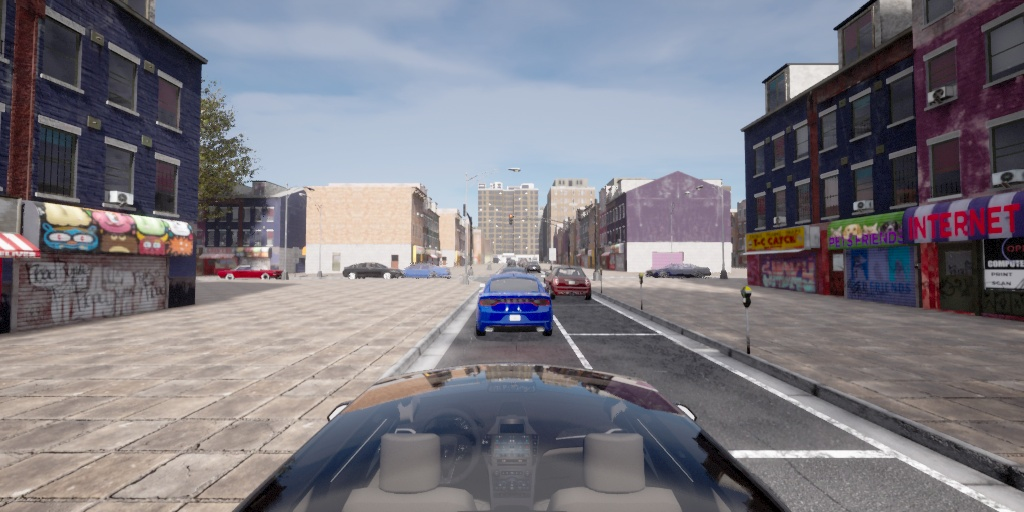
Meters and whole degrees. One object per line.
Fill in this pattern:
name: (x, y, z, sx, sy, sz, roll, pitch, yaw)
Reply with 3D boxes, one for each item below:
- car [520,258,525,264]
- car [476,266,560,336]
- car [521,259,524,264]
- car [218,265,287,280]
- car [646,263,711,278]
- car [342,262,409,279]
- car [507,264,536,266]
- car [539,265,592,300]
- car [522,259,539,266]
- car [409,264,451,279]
car: (2.612, 1.451, 55.636, 1.751, 1.417, 4.829, 0, 0, 0)
car: (0.036, 1.234, 10.494, 1.882, 1.535, 5.008, 0, 0, -1)
car: (2.615, 1.455, 50.030, 1.948, 1.339, 4.313, 0, 0, 0)
car: (-21.517, 1.438, 29.947, 4.718, 1.301, 1.895, -1, -2, 0)
car: (15.102, 1.364, 32.684, 5.357, 1.411, 2.033, 0, -2, 0)
car: (-11.519, 1.272, 29.903, 4.892, 1.490, 1.837, 0, -2, 2)
car: (0.092, 1.293, 18.049, 1.812, 1.442, 4.674, 0, 0, 0)
car: (2.628, 1.207, 17.850, 1.967, 1.591, 4.097, 0, 0, 0)
car: (2.617, 1.422, 44.594, 1.948, 1.339, 4.313, 0, 0, 0)
car: (-8.301, 1.395, 32.818, 5.357, 1.411, 2.033, 0, -2, 1)
